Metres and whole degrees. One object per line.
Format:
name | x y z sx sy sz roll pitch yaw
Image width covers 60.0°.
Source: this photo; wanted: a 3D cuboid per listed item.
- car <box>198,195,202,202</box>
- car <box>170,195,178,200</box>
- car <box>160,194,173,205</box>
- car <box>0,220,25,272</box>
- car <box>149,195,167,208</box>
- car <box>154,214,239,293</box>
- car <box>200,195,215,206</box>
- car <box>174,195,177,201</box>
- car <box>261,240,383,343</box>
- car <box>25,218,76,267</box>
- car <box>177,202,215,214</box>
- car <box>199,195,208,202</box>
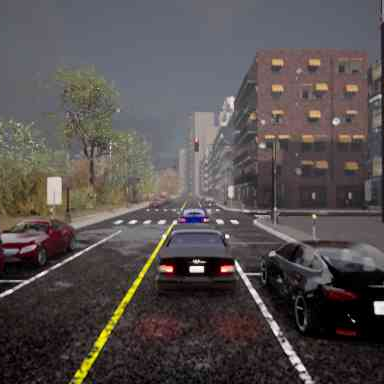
car | 2.617 1.646 67.336 1.802 1.307 4.206 1 0 0
car | -5.245 1.662 94.898 2.008 1.369 4.403 1 0 0
car | -5.265 1.371 60.841 2.192 1.841 5.009 1 0 0
car | -5.301 1.318 5.719 2.192 1.841 5.009 1 0 0
car | -5.275 1.586 49.488 1.887 1.381 4.507 1 0 0
car | 0.106 1.553 9.001 2.033 1.411 5.357 0 0 0
car | 2.606 1.593 50.287 2.008 1.369 4.403 1 0 0
car | -5.252 1.641 83.544 2.008 1.369 4.403 1 0 0
car | 2.577 1.570 6.470 1.947 1.339 4.313 1 0 0
car | -5.300 1.589 11.373 1.802 1.307 4.206 1 0 0
car | 0.120 1.538 18.591 1.812 1.442 4.674 0 0 0
car | 2.626 1.522 78.703 1.967 1.590 4.097 1 0 0
